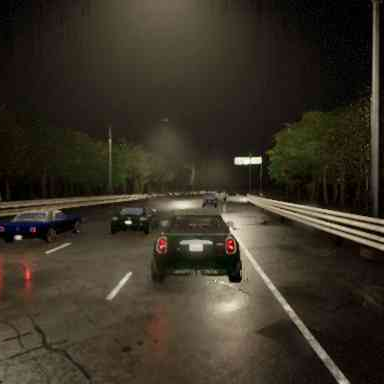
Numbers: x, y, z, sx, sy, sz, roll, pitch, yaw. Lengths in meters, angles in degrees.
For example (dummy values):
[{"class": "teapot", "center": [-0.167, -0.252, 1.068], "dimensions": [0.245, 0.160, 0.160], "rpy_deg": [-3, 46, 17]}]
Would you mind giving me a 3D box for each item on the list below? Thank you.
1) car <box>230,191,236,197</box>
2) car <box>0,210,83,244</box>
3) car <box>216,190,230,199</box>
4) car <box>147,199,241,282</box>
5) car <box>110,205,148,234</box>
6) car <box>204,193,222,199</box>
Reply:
[{"class": "car", "center": [11.300, 0.563, 93.536], "dimensions": [1.882, 1.535, 5.008], "rpy_deg": [0, 1, 14]}, {"class": "car", "center": [-6.570, 1.443, 14.948], "dimensions": [1.895, 1.301, 4.718], "rpy_deg": [0, 1, 2]}, {"class": "car", "center": [5.972, 0.574, 67.890], "dimensions": [2.150, 2.045, 5.566], "rpy_deg": [0, 1, 10]}, {"class": "car", "center": [0.154, 1.260, 9.651], "dimensions": [2.097, 1.767, 4.553], "rpy_deg": [0, 1, 1]}, {"class": "car", "center": [-2.930, 1.389, 17.816], "dimensions": [1.994, 1.385, 4.181], "rpy_deg": [0, 1, 3]}, {"class": "car", "center": [2.390, 1.152, 42.645], "dimensions": [2.033, 1.411, 5.357], "rpy_deg": [0, 1, 6]}]
